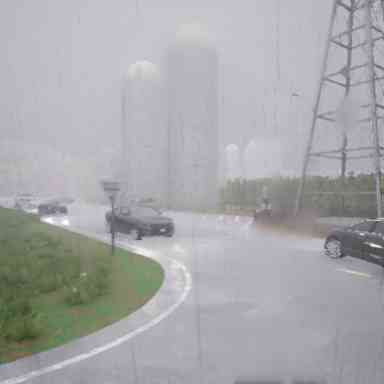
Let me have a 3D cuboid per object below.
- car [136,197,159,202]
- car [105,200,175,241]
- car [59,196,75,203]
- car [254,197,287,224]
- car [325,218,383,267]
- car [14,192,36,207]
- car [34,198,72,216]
[{"bbox_3d":[-5.598,1.433,37.453,3.988,1.617,1.851,0,0,-36],"label":"car"},{"bbox_3d":[-2.684,1.376,16.463,1.882,1.535,5.008,0,0,-35],"label":"car"},{"bbox_3d":[-24.913,1.498,64.224,4.181,1.381,1.994,0,0,-36],"label":"car"},{"bbox_3d":[5.988,1.319,24.998,1.905,1.878,3.866,0,0,24],"label":"car"},{"bbox_3d":[5.868,1.523,9.867,1.837,1.490,4.892,4,0,-7],"label":"car"},{"bbox_3d":[-22.814,1.034,45.422,2.150,2.045,5.566,0,0,-35],"label":"car"},{"bbox_3d":[-13.209,1.499,31.517,1.895,1.301,4.718,0,0,-35],"label":"car"}]
